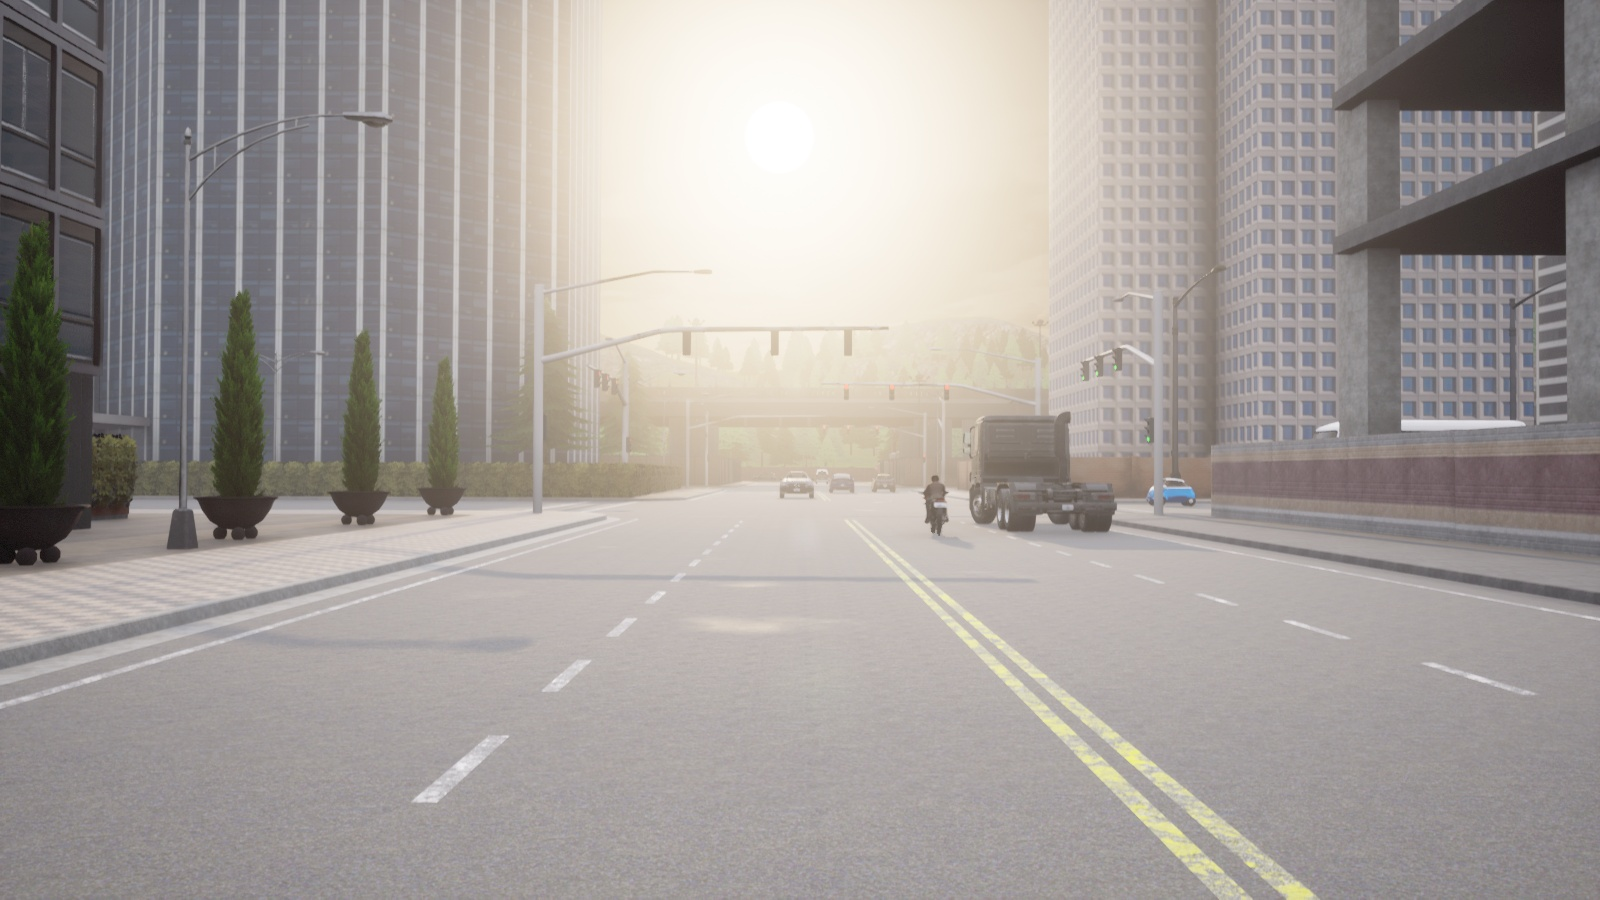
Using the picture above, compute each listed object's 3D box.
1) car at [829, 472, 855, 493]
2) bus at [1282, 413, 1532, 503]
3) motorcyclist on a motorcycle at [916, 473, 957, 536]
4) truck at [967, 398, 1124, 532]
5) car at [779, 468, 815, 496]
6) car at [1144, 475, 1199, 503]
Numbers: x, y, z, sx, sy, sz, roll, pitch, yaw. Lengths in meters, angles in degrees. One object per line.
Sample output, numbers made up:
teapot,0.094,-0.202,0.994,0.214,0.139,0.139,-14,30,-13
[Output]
car,3.270,2.530,98.265,1.882,1.535,5.008,0,-1,0
bus,29.482,0.415,61.422,10.273,4.253,3.944,0,-1,0
motorcyclist on a motorcycle,3.426,1.348,31.658,0.797,1.523,2.044,0,-1,0
truck,6.892,0.457,36.475,2.891,3.462,7.936,0,-1,-1
car,-0.183,1.992,78.434,2.152,1.651,5.027,0,-1,0
car,18.165,1.892,61.453,2.207,1.376,1.481,0,-1,0
